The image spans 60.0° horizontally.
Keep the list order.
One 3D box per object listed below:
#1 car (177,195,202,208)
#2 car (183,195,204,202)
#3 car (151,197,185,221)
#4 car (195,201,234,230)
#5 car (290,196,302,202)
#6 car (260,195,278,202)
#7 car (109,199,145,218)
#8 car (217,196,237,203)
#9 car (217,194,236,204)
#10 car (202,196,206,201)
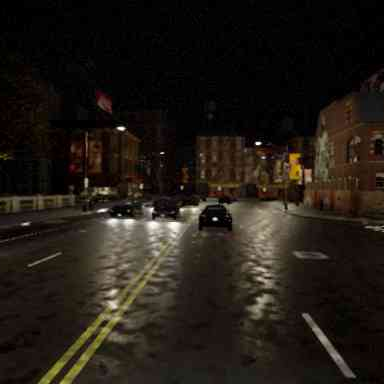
[{"bbox_3d":[-0.227,1.259,44.792,1.882,1.535,5.008,1,0,9],"label":"car"},{"bbox_3d":[0.280,1.280,66.543,1.895,1.301,4.718,1,0,34],"label":"car"},{"bbox_3d":[-1.903,1.372,25.742,1.812,1.442,4.674,1,0,4],"label":"car"},{"bbox_3d":[1.441,1.487,20.604,1.994,1.385,4.181,1,0,4],"label":"car"},{"bbox_3d":[23.325,1.572,72.021,4.181,1.385,1.994,1,0,-31],"label":"car"},{"bbox_3d":[16.489,1.443,70.975,4.902,1.511,2.128,1,0,-43],"label":"car"},{"bbox_3d":[-5.278,1.331,27.758,2.033,1.411,5.357,1,0,4],"label":"car"},{"bbox_3d":[6.833,1.398,64.480,1.895,1.301,4.718,1,0,31],"label":"car"},{"bbox_3d":[5.538,1.337,53.074,1.837,1.490,4.892,0,0,18],"label":"car"},{"bbox_3d":[1.077,1.287,61.056,1.994,1.385,4.181,1,0,25],"label":"car"}]
